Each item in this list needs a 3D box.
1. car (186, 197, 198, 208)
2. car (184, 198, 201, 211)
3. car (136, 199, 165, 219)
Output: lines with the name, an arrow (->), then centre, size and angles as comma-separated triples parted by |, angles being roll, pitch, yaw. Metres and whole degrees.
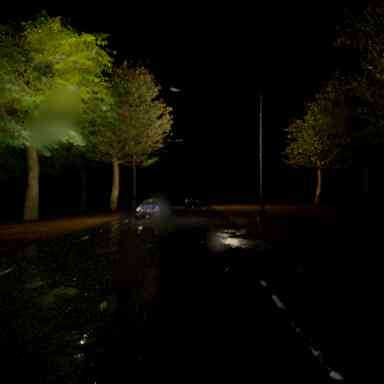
car -> 0.016, 1.671, 53.711 | 1.882, 1.535, 5.008 | 0, 0, 0
car -> 0.112, 1.637, 42.449 | 1.837, 1.490, 4.892 | 0, -1, 0
car -> -3.573, 1.420, 29.229 | 2.097, 1.767, 4.553 | 0, 0, 0
